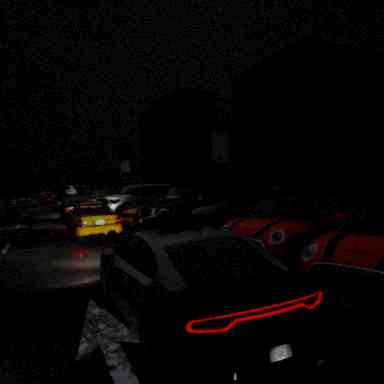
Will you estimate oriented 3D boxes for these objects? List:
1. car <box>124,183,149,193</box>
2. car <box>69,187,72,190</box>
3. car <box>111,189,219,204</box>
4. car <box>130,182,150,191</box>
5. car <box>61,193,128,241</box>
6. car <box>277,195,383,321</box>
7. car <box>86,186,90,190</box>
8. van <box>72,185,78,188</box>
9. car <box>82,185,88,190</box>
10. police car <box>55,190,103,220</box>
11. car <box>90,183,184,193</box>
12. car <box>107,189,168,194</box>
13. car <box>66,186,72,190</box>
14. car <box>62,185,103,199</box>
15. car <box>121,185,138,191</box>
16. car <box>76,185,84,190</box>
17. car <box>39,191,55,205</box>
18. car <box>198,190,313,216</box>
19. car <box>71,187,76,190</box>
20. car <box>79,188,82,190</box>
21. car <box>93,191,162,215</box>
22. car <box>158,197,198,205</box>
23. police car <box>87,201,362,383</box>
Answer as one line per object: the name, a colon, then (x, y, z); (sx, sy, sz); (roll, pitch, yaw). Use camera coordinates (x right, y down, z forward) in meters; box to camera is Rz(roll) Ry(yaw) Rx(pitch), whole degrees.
car: (-12.147, -0.950, 72.743); (5.566, 2.045, 2.435); (1, 3, 44)
car: (-13.533, 0.386, 44.618); (4.674, 1.452, 2.002); (-3, 3, -45)
car: (-1.252, 0.857, 17.144); (5.366, 1.575, 1.946); (-3, 3, -44)
car: (-14.156, -1.501, 90.663); (5.566, 2.045, 2.435); (-1, 2, 44)
car: (-4.444, 1.051, 14.551); (1.801, 1.575, 5.366); (-3, 2, -24)
car: (3.861, 0.950, 6.359); (4.553, 1.767, 2.185); (-3, 3, -44)
car: (-6.110, 0.517, 28.193); (4.553, 1.767, 2.185); (-3, 2, -44)
van: (-12.219, 0.164, 41.963); (4.442, 1.987, 1.878); (-3, 2, -44)
car: (-7.350, 0.467, 30.926); (4.553, 1.767, 2.185); (-3, 2, -44)
police car: (-6.892, 0.915, 19.939); (1.930, 1.638, 5.238); (-3, 2, -24)
car: (-3.625, 0.495, 22.715); (5.566, 2.045, 2.435); (-3, 3, -44)
car: (-2.381, 0.829, 19.990); (4.792, 1.488, 2.163); (-3, 3, -44)
car: (-14.922, 0.302, 47.216); (5.366, 1.575, 1.946); (-3, 3, -45)
car: (-17.290, -0.051, 52.828); (5.566, 2.045, 2.435); (-3, 2, -45)
car: (-16.859, -1.069, 89.346); (4.792, 1.488, 2.163); (-1, 2, 44)
car: (-9.778, 0.365, 36.430); (4.553, 1.767, 2.185); (-3, 3, -44)
car: (-17.297, 0.650, 39.975); (1.882, 1.535, 5.008); (-3, 2, -24)
car: (2.620, 0.893, 9.091); (4.553, 1.767, 2.185); (-3, 3, -44)
car: (-11.055, 0.443, 39.151); (5.008, 1.535, 2.097); (-3, 2, -44)
car: (-8.558, 0.581, 33.684); (4.674, 1.452, 2.002); (-3, 3, -44)
car: (-4.854, 0.724, 25.456); (4.792, 1.488, 2.163); (-3, 3, -44)
car: (1.355, 1.003, 11.811); (4.674, 1.452, 2.002); (-3, 2, -44)
police car: (-0.274, 1.209, 5.374); (1.930, 1.638, 5.238); (-3, 2, -24)
